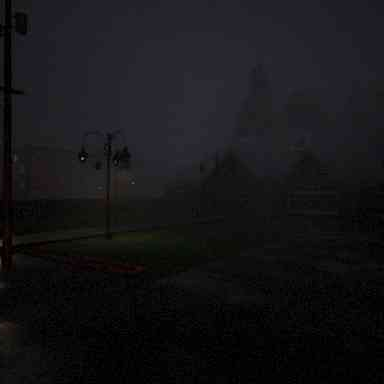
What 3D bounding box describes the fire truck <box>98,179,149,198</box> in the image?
[{"bbox_3d":[-10.564,-0.092,52.279,2.891,3.827,8.468,1,0,36],"label":"fire truck"}]
